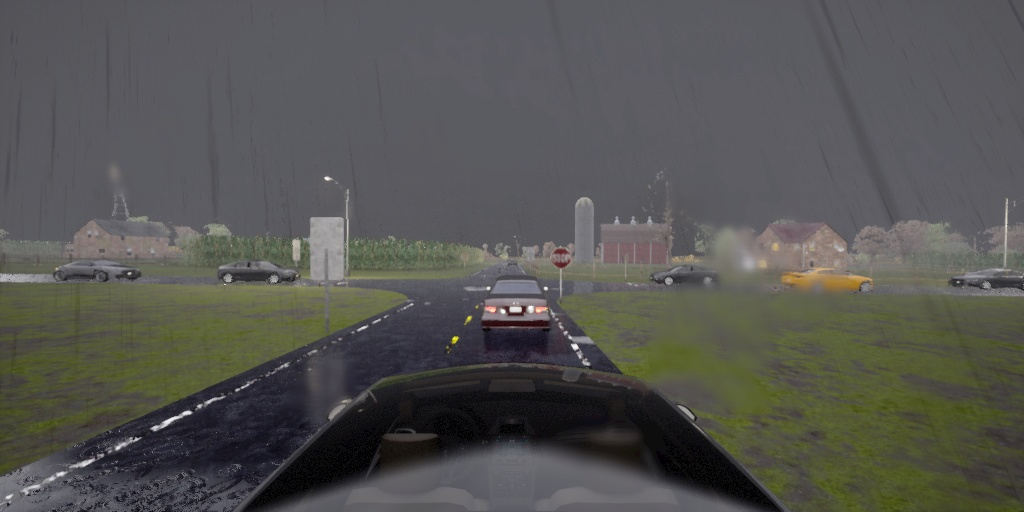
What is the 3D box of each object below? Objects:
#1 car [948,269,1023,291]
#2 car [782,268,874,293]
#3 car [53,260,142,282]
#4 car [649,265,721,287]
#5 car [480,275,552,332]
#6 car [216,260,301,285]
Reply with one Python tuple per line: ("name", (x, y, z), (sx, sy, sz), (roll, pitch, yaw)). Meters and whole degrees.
("car", (35.518, 1.738, 26.603), (4.892, 1.490, 1.837), (1, 1, 0))
("car", (20.822, 1.545, 23.659), (5.008, 1.535, 1.882), (1, 1, 0))
("car", (-27.123, 0.943, 23.557), (4.181, 1.385, 1.994), (1, 1, 0))
("car", (12.779, 1.428, 26.623), (4.892, 1.490, 1.837), (1, 1, 2))
("car", (0.147, 1.292, 10.851), (2.033, 1.411, 5.357), (0, 0, 1))
("car", (-16.557, 1.042, 23.576), (4.892, 1.490, 1.837), (1, 1, 0))
